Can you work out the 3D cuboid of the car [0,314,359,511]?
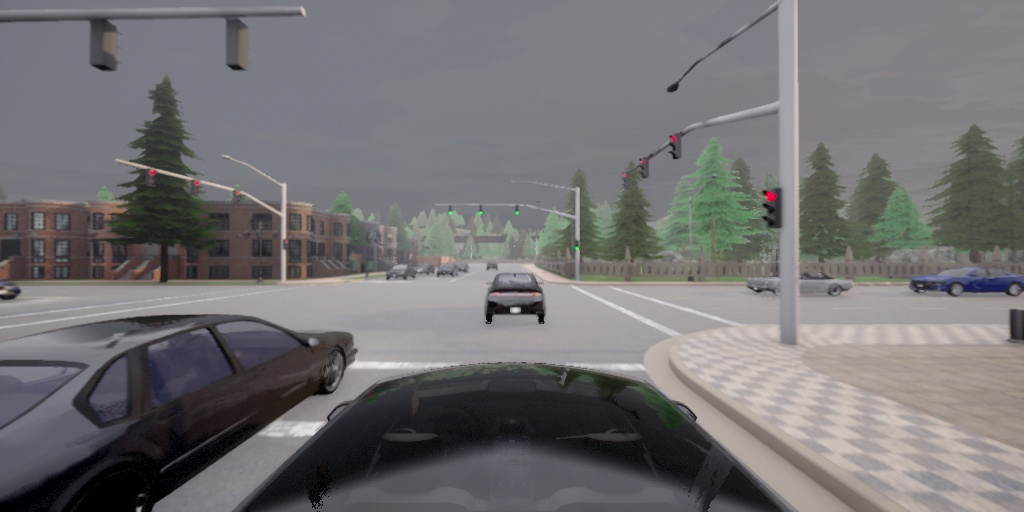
[{"bbox_3d":[-3.476,1.311,3.595,2.033,1.411,5.357,0,0,-1],"label":"car"}]

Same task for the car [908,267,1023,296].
[{"bbox_3d":[24.856,1.353,19.656,5.008,1.535,1.882,0,0,0],"label":"car"}]

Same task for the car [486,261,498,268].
[{"bbox_3d":[-3.397,1.674,61.801,1.837,1.490,4.892,0,0,0],"label":"car"}]

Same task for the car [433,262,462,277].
[{"bbox_3d":[-7.091,1.522,39.934,1.837,1.490,4.892,0,0,0],"label":"car"}]

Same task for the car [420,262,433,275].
[{"bbox_3d":[-10.584,1.534,43.622,2.128,1.511,4.902,0,0,0],"label":"car"}]

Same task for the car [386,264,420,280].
[{"bbox_3d":[-10.581,1.505,34.515,1.812,1.442,4.674,0,0,0],"label":"car"}]

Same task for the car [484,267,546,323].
[{"bbox_3d":[0.099,1.316,12.455,2.128,1.511,4.902,0,0,0],"label":"car"}]

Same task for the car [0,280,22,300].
[{"bbox_3d":[-25.552,1.378,16.305,4.674,1.442,1.812,0,0,-1],"label":"car"}]

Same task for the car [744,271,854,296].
[{"bbox_3d":[15.564,1.476,19.667,4.718,1.301,1.895,0,0,0],"label":"car"}]

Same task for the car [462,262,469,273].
[{"bbox_3d":[-7.054,1.591,49.918,1.837,1.490,4.892,0,0,0],"label":"car"}]
